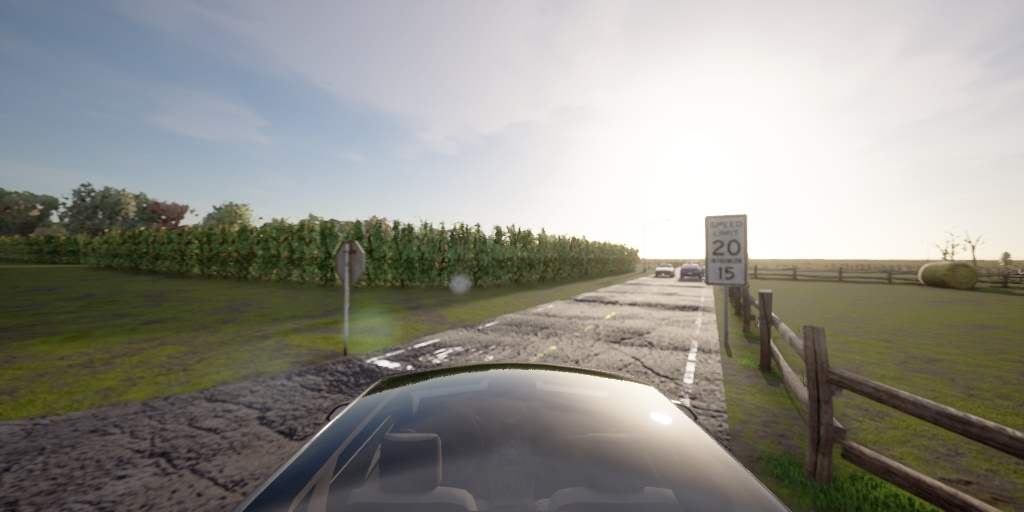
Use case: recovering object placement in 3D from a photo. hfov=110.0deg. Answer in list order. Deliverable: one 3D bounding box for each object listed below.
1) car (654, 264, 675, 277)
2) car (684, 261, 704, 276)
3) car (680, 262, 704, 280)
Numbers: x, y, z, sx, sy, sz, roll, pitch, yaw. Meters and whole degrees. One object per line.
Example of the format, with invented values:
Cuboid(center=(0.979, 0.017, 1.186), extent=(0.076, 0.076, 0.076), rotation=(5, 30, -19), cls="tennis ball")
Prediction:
Cuboid(center=(17.765, 1.653, 41.465), extent=(2.033, 1.411, 5.357), rotation=(0, -1, 29), cls="car")
Cuboid(center=(23.296, 1.503, 45.773), extent=(2.097, 1.767, 4.553), rotation=(0, -1, 29), cls="car")
Cuboid(center=(18.367, 1.546, 36.743), extent=(1.882, 1.535, 5.008), rotation=(0, -1, 29), cls="car")
